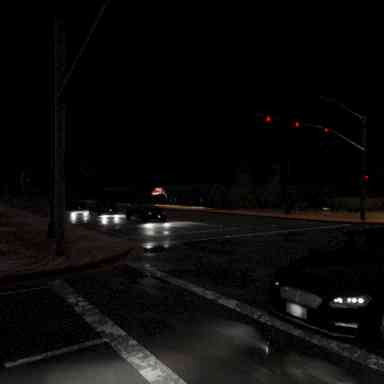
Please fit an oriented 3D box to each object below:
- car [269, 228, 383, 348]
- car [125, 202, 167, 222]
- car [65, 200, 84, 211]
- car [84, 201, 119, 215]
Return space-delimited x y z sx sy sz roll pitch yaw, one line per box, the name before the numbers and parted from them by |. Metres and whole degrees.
car | 3.565 1.491 6.333 4.902 1.511 2.128 0 0 -35
car | -3.768 1.525 26.366 1.812 1.442 4.674 0 0 -36
car | -14.839 1.600 41.890 1.895 1.301 4.718 0 0 -35
car | -8.999 1.564 33.682 1.994 1.385 4.181 0 0 -35
